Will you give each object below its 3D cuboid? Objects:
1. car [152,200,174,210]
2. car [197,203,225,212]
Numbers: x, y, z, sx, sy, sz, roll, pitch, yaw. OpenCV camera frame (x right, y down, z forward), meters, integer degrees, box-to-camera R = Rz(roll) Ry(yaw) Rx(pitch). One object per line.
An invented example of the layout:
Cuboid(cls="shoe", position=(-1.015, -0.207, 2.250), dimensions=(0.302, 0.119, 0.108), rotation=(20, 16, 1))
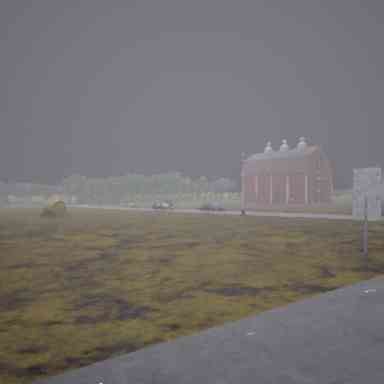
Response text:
Cuboid(cls="car", position=(-5.081, 2.593, 59.654), dimensions=(1.812, 1.442, 4.674), rotation=(1, -2, -36))
Cuboid(cls="car", position=(2.986, 2.392, 53.135), dimensions=(2.033, 1.411, 5.357), rotation=(1, -2, -36))
